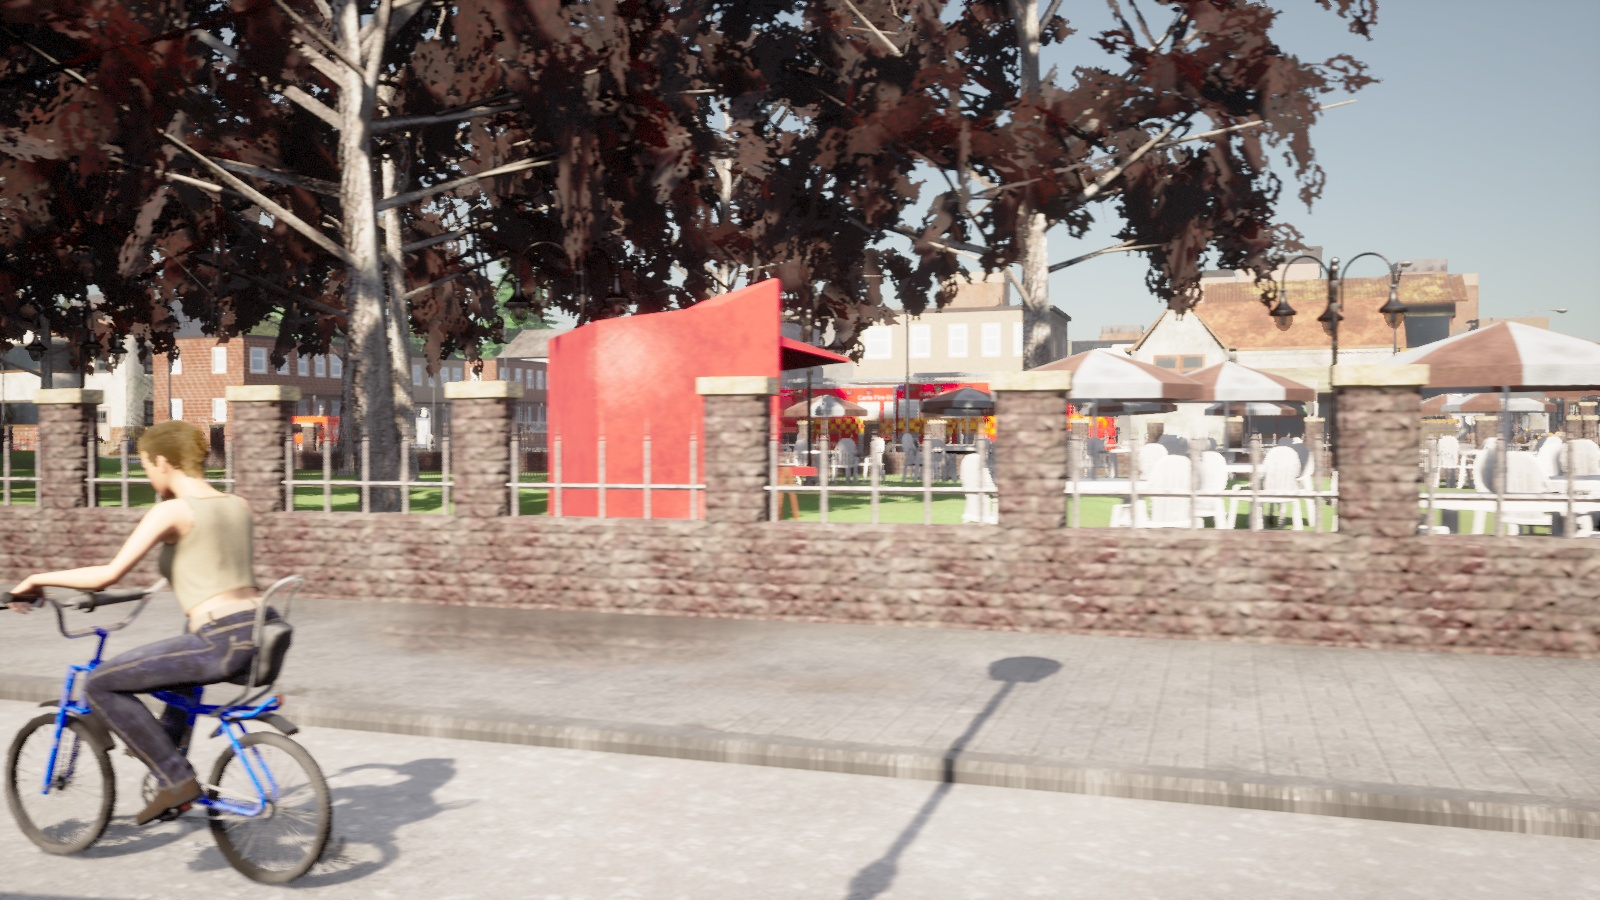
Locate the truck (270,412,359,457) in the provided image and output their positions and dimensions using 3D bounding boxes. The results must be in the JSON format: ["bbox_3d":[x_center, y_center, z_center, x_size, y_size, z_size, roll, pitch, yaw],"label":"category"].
[{"bbox_3d":[-27.695,-0.917,71.906,2.627,2.467,5.204,0,1,6],"label":"truck"}]

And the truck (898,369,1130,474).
[{"bbox_3d":[8.298,-1.086,48.654,8.468,3.827,2.891,1,1,19],"label":"truck"}]

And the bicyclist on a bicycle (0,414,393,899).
[{"bbox_3d":[-2.372,0.682,4.515,1.509,1.612,0.866,1,1,19],"label":"bicyclist on a bicycle"}]

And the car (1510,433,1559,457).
[{"bbox_3d":[49.940,-0.377,85.467,1.882,1.535,5.008,1,1,19],"label":"car"}]

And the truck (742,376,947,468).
[{"bbox_3d":[1.939,-1.212,55.027,8.468,3.827,2.891,1,1,19],"label":"truck"}]
